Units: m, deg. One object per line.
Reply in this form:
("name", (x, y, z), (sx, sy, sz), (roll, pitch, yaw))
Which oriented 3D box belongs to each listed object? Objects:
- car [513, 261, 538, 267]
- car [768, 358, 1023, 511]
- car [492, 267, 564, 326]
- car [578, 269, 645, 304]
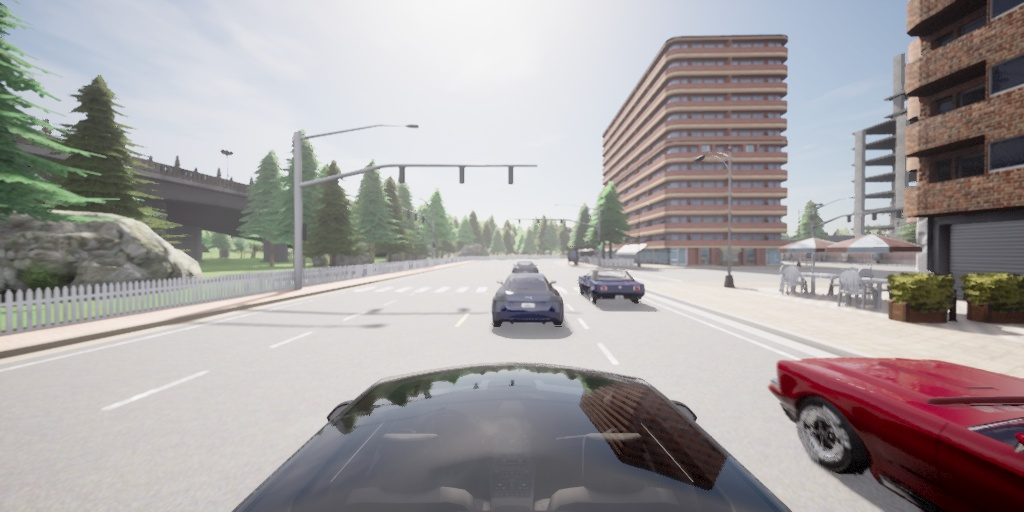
("car", (0.983, 1.069, 27.073), (1.994, 1.385, 4.181), (0, 0, 2))
("car", (3.796, 1.354, 1.810), (1.895, 1.301, 4.718), (0, 1, -1))
("car", (0.458, 1.215, 11.211), (1.994, 1.385, 4.181), (0, 1, 1))
("car", (4.068, 1.211, 15.490), (1.895, 1.301, 4.718), (0, 1, 2))
